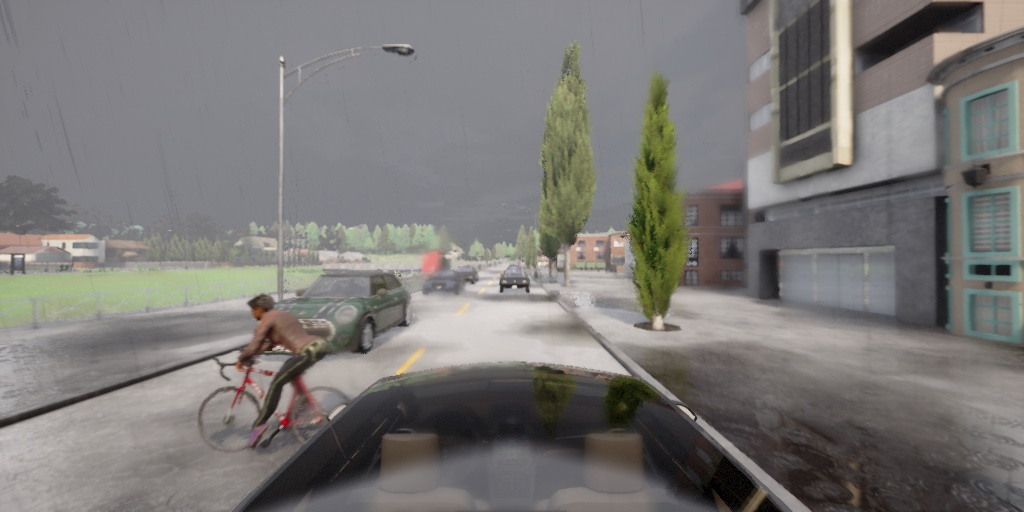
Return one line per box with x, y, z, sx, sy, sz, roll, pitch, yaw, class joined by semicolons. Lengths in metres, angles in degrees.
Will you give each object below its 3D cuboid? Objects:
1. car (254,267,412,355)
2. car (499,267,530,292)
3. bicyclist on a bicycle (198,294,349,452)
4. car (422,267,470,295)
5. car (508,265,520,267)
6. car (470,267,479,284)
-4.081;1.185;9.023;2.097;1.767;4.553;0;-1;0;car
0.162;1.602;23.742;1.895;1.301;4.718;0;-1;0;car
-2.425;1.224;3.699;1.656;1.620;0.582;0;-1;0;bicyclist on a bicycle
-3.947;1.538;21.430;1.994;1.385;4.181;0;-1;0;car
0.208;1.743;40.932;2.033;1.411;5.357;0;-1;0;car
-3.933;1.630;30.994;2.033;1.411;5.357;0;-1;1;car
